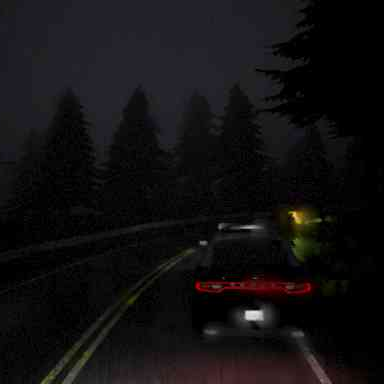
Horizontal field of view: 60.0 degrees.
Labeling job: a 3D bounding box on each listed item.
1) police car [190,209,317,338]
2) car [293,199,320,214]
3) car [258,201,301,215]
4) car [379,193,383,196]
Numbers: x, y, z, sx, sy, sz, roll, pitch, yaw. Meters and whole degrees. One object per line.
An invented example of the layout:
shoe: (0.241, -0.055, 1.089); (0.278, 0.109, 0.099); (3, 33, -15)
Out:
police car: (1.140, 1.418, 6.979); (1.930, 1.638, 5.238); (-1, 0, 7)
car: (6.678, 1.237, 20.523); (1.801, 1.575, 5.366); (-5, -1, 37)
car: (3.708, 1.432, 15.658); (1.812, 1.442, 4.674); (-3, 0, 26)
car: (22.595, 0.760, 38.771); (4.718, 1.301, 1.895); (-3, -3, -35)
